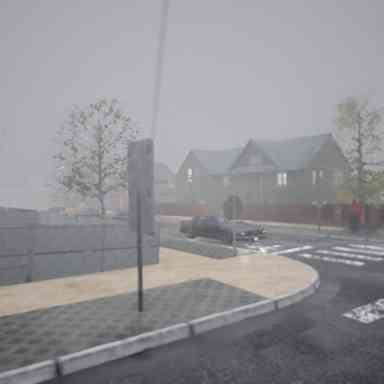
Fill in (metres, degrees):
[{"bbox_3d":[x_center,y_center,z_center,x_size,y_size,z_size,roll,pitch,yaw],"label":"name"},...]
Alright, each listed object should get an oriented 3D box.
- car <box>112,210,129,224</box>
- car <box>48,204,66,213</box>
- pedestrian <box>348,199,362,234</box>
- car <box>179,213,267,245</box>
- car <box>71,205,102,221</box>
[{"bbox_3d":[-4.770,2.111,26.122,1.994,1.385,4.181,-1,-1,-36],"label":"car"},{"bbox_3d":[-23.054,2.822,56.713,1.882,1.535,5.008,-1,-1,-36],"label":"car"},{"bbox_3d":[8.570,1.250,17.543,0.375,1.860,0.375,-3,2,-36],"label":"pedestrian"},{"bbox_3d":[1.389,1.844,17.513,2.033,1.411,5.357,-1,-1,-36],"label":"car"},{"bbox_3d":[-10.590,2.348,34.264,1.994,1.385,4.181,-1,-1,-35],"label":"car"}]
